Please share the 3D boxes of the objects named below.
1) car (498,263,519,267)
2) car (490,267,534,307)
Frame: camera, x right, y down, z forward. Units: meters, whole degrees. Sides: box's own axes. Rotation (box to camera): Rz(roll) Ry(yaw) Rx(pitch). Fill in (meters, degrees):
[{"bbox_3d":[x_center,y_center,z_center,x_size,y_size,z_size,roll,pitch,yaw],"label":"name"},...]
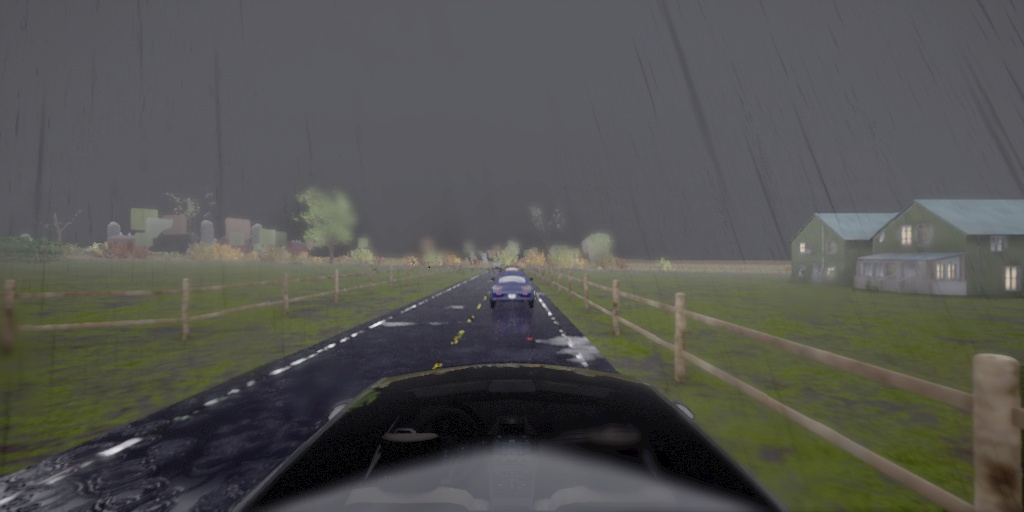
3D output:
[{"bbox_3d":[0.014,1.561,31.247,1.812,1.442,4.674,0,0,0],"label":"car"},{"bbox_3d":[0.010,1.413,16.238,1.812,1.442,4.674,0,0,0],"label":"car"}]
